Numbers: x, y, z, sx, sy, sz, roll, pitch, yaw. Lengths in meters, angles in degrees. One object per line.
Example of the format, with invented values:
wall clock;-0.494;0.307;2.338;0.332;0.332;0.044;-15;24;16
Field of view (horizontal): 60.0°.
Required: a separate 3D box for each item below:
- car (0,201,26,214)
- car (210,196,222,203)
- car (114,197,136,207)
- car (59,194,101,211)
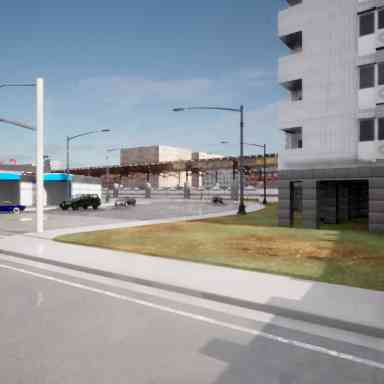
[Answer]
car;-19.692;1.601;33.894;1.895;1.301;4.718;0;0;37
car;4.792;1.505;66.938;1.837;1.490;4.892;1;0;-6
car;-10.295;1.492;51.630;2.128;1.511;4.902;0;0;14
car;-14.058;1.221;42.216;2.150;2.045;5.566;0;0;29
